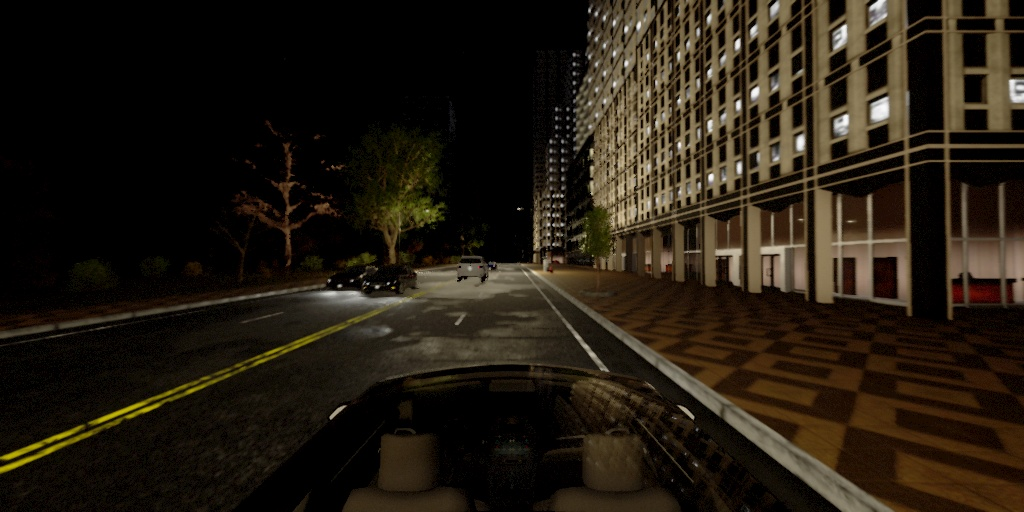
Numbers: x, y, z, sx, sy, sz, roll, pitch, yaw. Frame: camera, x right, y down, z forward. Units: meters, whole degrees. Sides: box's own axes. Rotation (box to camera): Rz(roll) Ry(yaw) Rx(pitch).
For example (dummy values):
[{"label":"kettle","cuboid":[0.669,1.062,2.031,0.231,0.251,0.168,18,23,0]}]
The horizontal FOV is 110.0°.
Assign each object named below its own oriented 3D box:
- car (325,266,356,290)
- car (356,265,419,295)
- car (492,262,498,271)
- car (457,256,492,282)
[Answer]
[{"label":"car","cuboid":[-9.811,1.323,23.102,2.033,1.411,5.357,0,0,0]},{"label":"car","cuboid":[-6.580,1.274,19.938,1.837,1.490,4.892,0,0,0]},{"label":"car","cuboid":[-3.150,1.480,53.304,1.895,1.301,4.718,0,0,0]},{"label":"car","cuboid":[-3.150,1.014,29.599,2.150,2.045,5.566,0,0,0]}]
